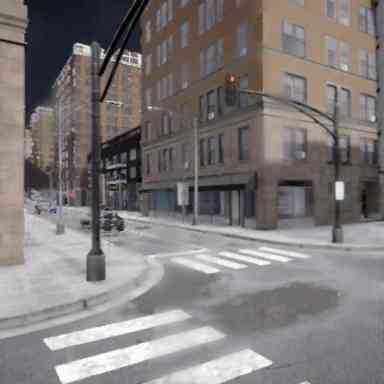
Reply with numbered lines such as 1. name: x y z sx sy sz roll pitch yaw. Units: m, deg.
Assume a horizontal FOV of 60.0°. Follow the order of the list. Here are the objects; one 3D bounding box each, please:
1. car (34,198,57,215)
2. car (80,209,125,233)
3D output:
1. car: -18.699 1.761 42.360 2.150 2.045 5.566 0 -1 -31
2. car: -5.882 1.815 21.596 1.994 1.385 4.181 0 -1 -32
